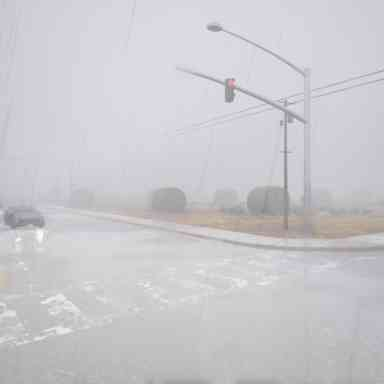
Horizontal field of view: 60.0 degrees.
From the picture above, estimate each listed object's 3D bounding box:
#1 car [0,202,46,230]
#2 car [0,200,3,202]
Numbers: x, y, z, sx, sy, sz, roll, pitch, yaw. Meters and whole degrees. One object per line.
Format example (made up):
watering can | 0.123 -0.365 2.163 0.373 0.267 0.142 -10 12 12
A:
car | -10.991 1.568 21.686 2.033 1.411 5.357 0 0 -35
car | -24.634 1.418 41.393 1.994 1.385 4.181 0 0 -35
